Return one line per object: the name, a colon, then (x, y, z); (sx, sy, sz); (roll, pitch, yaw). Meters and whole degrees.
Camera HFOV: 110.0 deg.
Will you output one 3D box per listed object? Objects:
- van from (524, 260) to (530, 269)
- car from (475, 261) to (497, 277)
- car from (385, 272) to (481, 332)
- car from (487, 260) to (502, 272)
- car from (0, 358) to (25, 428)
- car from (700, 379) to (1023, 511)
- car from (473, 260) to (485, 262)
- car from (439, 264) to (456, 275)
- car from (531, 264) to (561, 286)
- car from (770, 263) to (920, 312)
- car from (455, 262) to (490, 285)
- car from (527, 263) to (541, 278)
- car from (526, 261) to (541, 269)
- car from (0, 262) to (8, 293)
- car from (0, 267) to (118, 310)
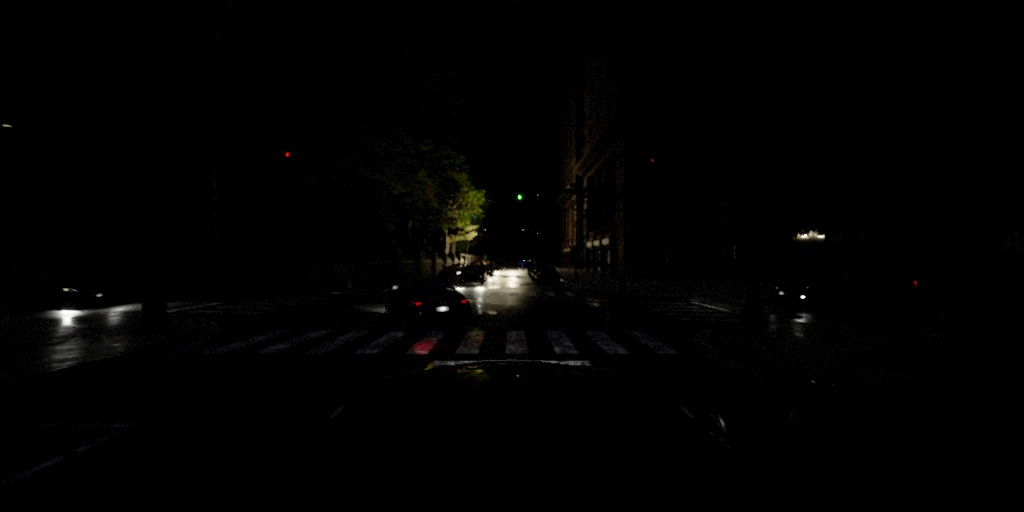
van: (2.754, 1.494, 44.524); (1.690, 1.789, 3.998); (0, 0, 0)
car: (-3.098, 1.648, 41.024); (1.812, 1.442, 4.674); (0, 0, 1)
car: (-2.816, 1.417, 11.610); (1.994, 1.385, 4.181); (1, 0, -27)
car: (-3.056, 1.803, 58.508); (1.812, 1.442, 4.674); (0, -1, 0)
car: (-5.763, 1.334, 1.843); (1.802, 1.307, 4.207); (0, 0, 0)
car: (2.763, 1.317, 1.827); (1.948, 1.339, 4.313); (0, 0, 0)
car: (-5.774, 1.691, 55.382); (1.967, 1.591, 4.097); (0, 0, 0)
car: (-5.769, 1.605, 33.701); (2.007, 1.370, 4.403); (0, 0, 0)
car: (2.757, 1.569, 28.263); (1.948, 1.339, 4.313); (0, 0, 0)
car: (15.115, 1.361, 16.448); (5.566, 2.045, 2.150); (0, 0, 0)
car: (-3.100, 1.491, 29.370); (1.882, 1.535, 5.008); (0, -1, 0)
car: (2.756, 1.619, 33.683); (1.948, 1.339, 4.313); (0, 0, 0)
car: (2.755, 1.629, 39.274); (1.751, 1.417, 4.829); (0, 0, 0)
car: (-26.812, 0.984, 16.493); (4.674, 1.442, 1.812); (1, 0, 0)
car: (-17.573, 1.124, 13.275); (4.674, 1.442, 1.812); (1, 0, 0)
